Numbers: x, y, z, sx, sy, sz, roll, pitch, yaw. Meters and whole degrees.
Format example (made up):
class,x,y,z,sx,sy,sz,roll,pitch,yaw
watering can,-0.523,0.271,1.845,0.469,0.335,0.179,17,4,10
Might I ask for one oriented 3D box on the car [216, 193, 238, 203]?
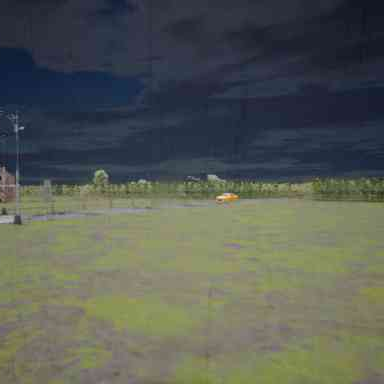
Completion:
class,x,y,z,sx,sy,sz,roll,pitch,yaw
car,5.870,1.012,55.912,1.882,1.535,5.008,0,0,37
